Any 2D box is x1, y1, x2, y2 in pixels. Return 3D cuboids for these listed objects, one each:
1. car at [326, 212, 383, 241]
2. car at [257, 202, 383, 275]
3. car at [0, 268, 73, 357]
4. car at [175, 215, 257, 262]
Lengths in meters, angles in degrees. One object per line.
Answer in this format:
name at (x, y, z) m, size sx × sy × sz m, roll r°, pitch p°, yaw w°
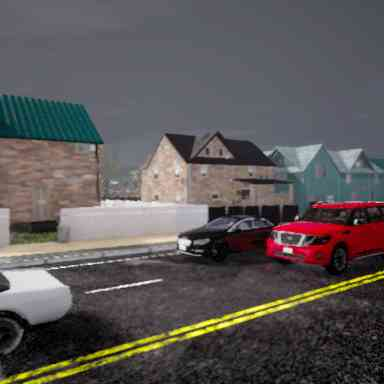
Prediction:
car at (9.861, 1.873, 18.928) m, size 4.718 × 1.301 × 1.895 m, roll 1°, pitch -1°, yaw -36°
car at (5.070, 1.385, 11.392) m, size 5.566 × 2.045 × 2.150 m, roll 1°, pitch -1°, yaw -35°
car at (-4.292, 1.671, 4.563) m, size 4.718 × 1.301 × 1.895 m, roll 1°, pitch -1°, yaw -36°
car at (1.657, 1.678, 12.943) m, size 4.902 × 1.511 × 2.128 m, roll 1°, pitch -1°, yaw -36°
